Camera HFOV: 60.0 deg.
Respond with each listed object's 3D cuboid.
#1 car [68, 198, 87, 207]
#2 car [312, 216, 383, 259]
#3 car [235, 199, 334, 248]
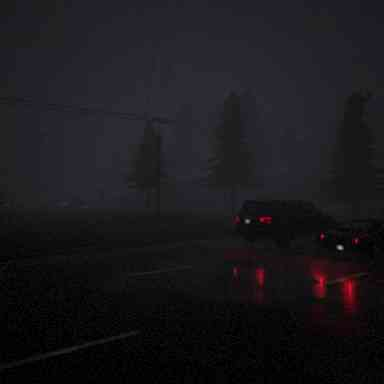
[{"bbox_3d":[-19.612,1.715,56.978,2.033,1.411,5.357,1,0,-36],"label":"car"},{"bbox_3d":[7.143,1.733,13.246,4.718,1.301,1.895,1,0,-35],"label":"car"},{"bbox_3d":[4.551,1.350,15.704,5.566,2.045,2.150,0,0,-35],"label":"car"}]
